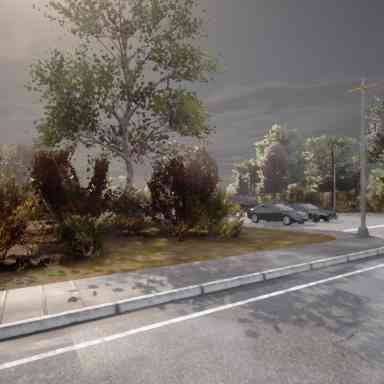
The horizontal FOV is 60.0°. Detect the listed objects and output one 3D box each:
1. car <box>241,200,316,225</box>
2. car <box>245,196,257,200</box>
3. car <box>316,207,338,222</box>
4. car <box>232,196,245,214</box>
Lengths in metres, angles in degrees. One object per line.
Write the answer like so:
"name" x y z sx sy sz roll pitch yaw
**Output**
"car" 6.328 1.596 24.820 1.837 1.490 4.892 0 -1 -39
"car" 5.735 1.521 41.965 2.150 2.045 5.566 0 -1 -44
"car" 8.988 1.640 27.145 2.033 1.411 5.357 0 -1 -39
"car" 2.361 1.468 34.888 2.150 2.045 5.566 0 -1 -43
